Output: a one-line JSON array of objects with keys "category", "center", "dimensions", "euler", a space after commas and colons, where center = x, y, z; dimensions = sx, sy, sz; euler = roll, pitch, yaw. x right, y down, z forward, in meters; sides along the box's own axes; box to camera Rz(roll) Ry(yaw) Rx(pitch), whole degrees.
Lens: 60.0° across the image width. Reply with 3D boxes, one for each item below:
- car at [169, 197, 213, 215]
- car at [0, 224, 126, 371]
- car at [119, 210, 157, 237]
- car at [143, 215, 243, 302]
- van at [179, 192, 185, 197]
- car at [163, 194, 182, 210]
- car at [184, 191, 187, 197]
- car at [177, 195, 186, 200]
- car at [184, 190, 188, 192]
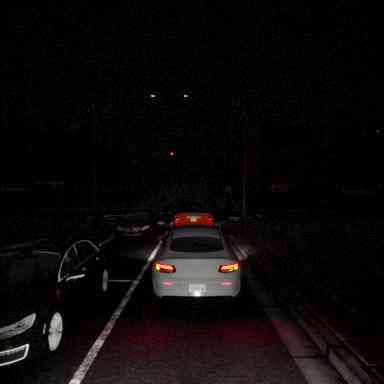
[{"category": "car", "center": [0.076, 1.353, 18.086], "dimensions": [2.097, 1.767, 4.553], "euler": [0, 0, 0]}, {"category": "car", "center": [-2.666, 1.548, 5.830], "dimensions": [2.008, 1.369, 4.403], "euler": [-2, 0, 0]}, {"category": "car", "center": [-2.680, 1.582, 16.724], "dimensions": [1.802, 1.307, 4.206], "euler": [-2, 0, 0]}, {"category": "car", "center": [0.090, 1.523, 8.123], "dimensions": [1.812, 1.442, 4.674], "euler": [0, 0, 0]}, {"category": "van", "center": [-2.748, 1.359, 65.658], "dimensions": [1.690, 1.788, 3.998], "euler": [-1, 0, 0]}, {"category": "car", "center": [-2.721, 1.483, 43.502], "dimensions": [1.967, 1.590, 4.097], "euler": [-2, 0, 0]}, {"category": "car", "center": [-2.755, 1.307, 71.201], "dimensions": [2.192, 1.841, 5.009], "euler": [-1, 0, 0]}, {"category": "car", "center": [-2.768, 1.429, 87.822], "dimensions": [2.008, 1.369, 4.403], "euler": [-1, 0, 0]}, {"category": "car", "center": [-2.777, 1.131, 93.371], "dimensions": [2.192, 1.841, 5.009], "euler": [-1, 1, 0]}]
